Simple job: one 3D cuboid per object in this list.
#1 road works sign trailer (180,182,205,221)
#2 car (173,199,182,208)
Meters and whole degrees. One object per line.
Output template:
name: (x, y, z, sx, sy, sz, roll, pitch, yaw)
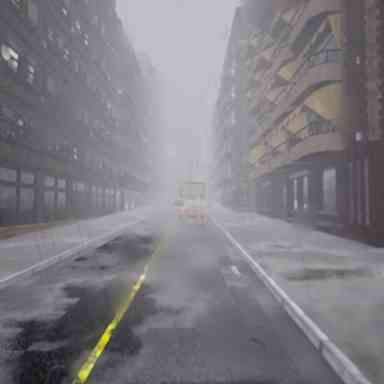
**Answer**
road works sign trailer: (0.028, 0.828, 31.424, 2.380, 3.560, 2.880, 0, -1, 0)
car: (-2.695, 2.225, 65.091, 1.882, 1.535, 5.008, 0, -1, 1)
